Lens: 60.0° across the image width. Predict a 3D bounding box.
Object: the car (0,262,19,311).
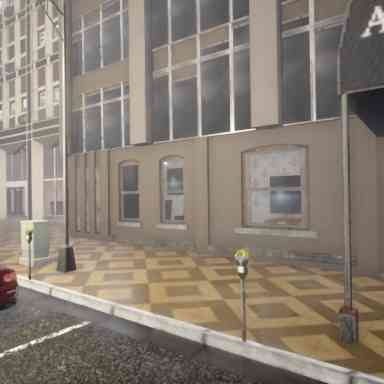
[{"bbox_3d":[-4.975,1.585,6.433,4.206,1.307,1.802,0,-1,35],"label":"car"}]
